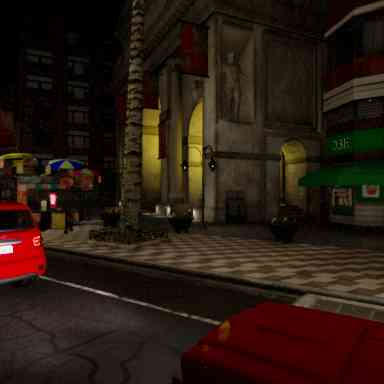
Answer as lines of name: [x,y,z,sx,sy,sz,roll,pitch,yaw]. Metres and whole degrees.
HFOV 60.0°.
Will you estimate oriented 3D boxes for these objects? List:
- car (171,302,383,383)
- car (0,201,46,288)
car: [2.139,1.601,2.322,4.718,1.301,1.895,0,0,36]
car: [-5.825,1.221,8.032,5.566,2.045,2.150,0,0,35]
